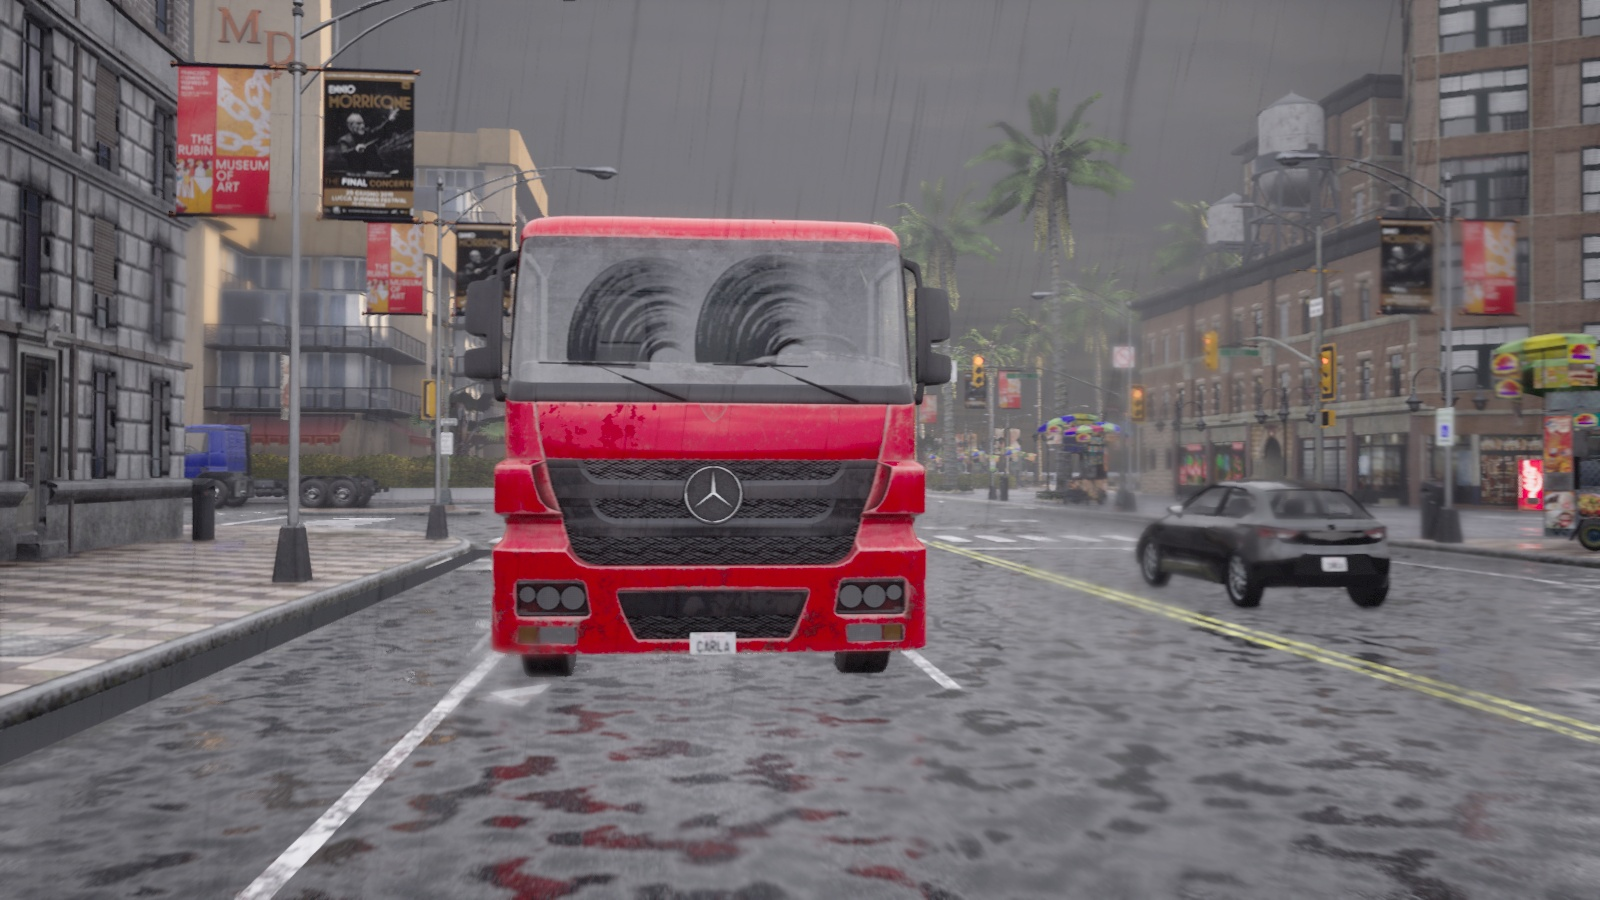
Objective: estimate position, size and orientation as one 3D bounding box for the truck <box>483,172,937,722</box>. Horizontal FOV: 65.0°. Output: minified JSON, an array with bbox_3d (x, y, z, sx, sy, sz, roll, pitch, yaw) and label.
[{"bbox_3d":[-0.935,0.038,11.998,2.891,3.462,7.936,0,-1,-5],"label":"truck"}]

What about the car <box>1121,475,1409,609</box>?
[{"bbox_3d":[5.767,1.070,16.189,1.816,1.474,4.193,0,-1,-5],"label":"car"}]

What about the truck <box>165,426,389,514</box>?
[{"bbox_3d":[-21.214,0.796,51.313,7.936,3.462,2.891,0,-1,-6],"label":"truck"}]
